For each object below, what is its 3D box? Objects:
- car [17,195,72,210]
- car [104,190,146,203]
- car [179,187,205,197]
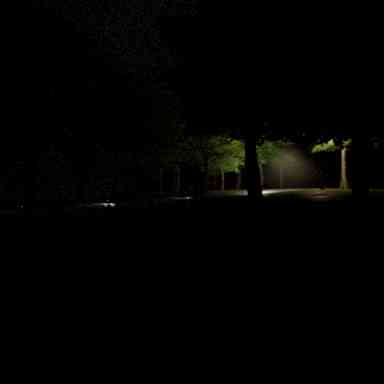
[{"bbox_3d":[-14.233,0.962,32.132,1.895,1.301,4.718,-1,2,37],"label":"car"},{"bbox_3d":[-8.032,0.505,40.217,2.033,1.411,5.357,-1,2,37],"label":"car"},{"bbox_3d":[-0.021,-0.068,50.609,1.882,1.535,5.008,-1,2,38],"label":"car"}]
